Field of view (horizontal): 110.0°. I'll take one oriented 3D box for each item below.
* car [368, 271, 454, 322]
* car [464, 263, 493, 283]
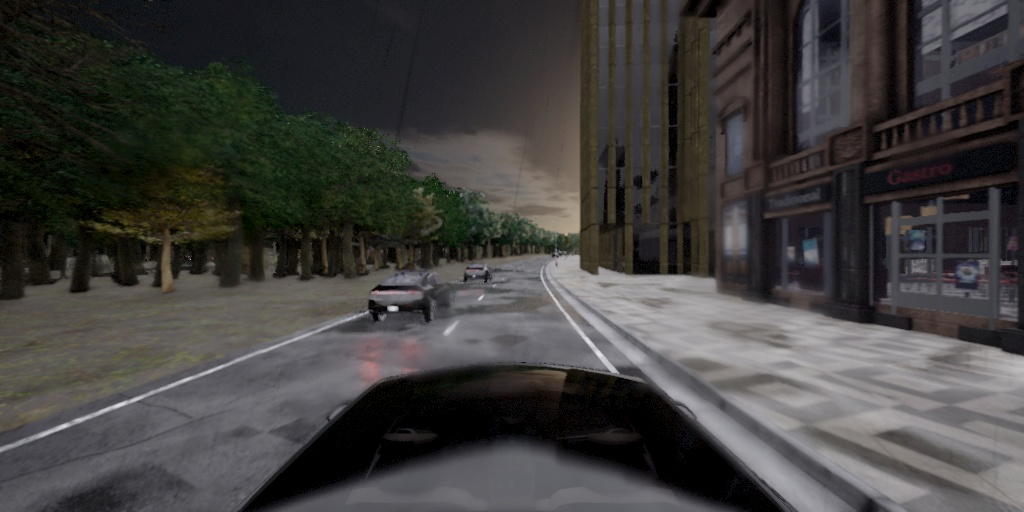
[{"bbox_3d":[-3.250,1.251,12.363,2.128,1.511,4.902,0,0,1],"label":"car"},{"bbox_3d":[-2.620,1.272,28.629,2.128,1.511,4.902,0,0,3],"label":"car"}]
